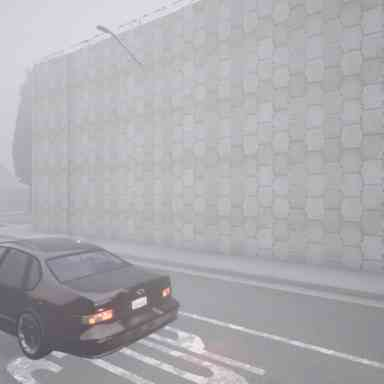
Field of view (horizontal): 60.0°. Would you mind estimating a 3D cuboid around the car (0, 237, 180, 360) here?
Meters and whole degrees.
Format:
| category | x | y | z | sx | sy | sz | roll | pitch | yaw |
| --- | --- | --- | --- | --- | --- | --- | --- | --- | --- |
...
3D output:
| category | x | y | z | sx | sy | sz | roll | pitch | yaw |
| --- | --- | --- | --- | --- | --- | --- | --- | --- | --- |
| car | -2.760 | 1.547 | 5.950 | 5.357 | 1.411 | 2.033 | 0 | 0 | 35 |
